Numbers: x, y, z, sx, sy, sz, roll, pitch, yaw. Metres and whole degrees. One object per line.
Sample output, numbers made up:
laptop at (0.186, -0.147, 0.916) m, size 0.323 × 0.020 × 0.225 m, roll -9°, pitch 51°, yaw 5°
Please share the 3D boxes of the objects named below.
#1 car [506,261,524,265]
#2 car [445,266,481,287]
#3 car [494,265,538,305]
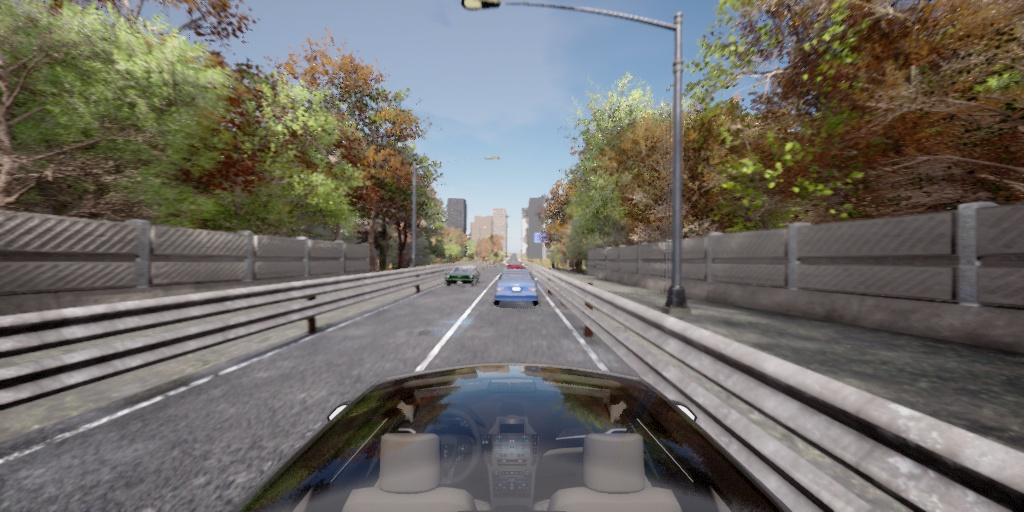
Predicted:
car at (0.322, 1.317, 40.709) m, size 1.882 × 1.535 × 5.008 m, roll 0°, pitch 0°, yaw 0°
car at (-3.224, 1.337, 24.296) m, size 1.895 × 1.301 × 4.718 m, roll 0°, pitch 0°, yaw 0°
car at (0.176, 1.302, 16.174) m, size 2.033 × 1.411 × 5.357 m, roll 0°, pitch 0°, yaw 0°
